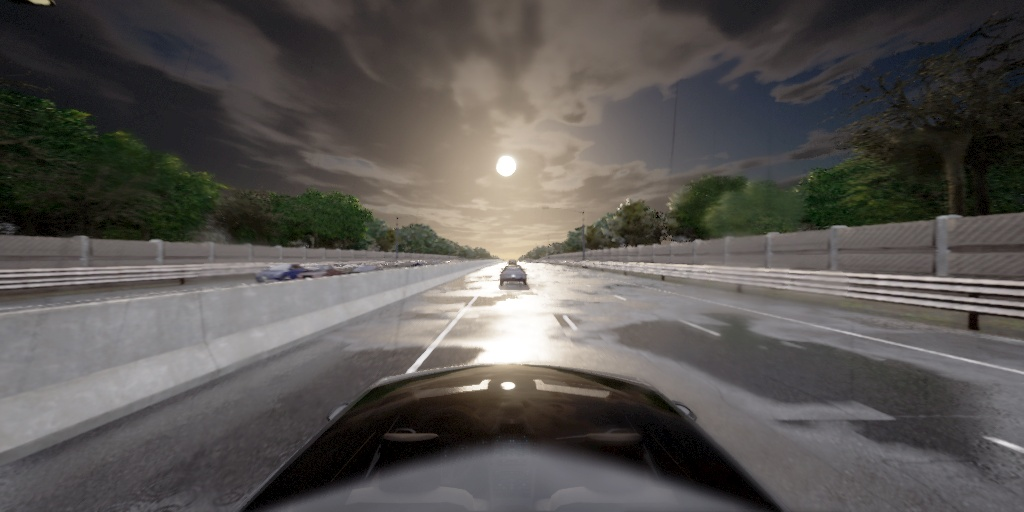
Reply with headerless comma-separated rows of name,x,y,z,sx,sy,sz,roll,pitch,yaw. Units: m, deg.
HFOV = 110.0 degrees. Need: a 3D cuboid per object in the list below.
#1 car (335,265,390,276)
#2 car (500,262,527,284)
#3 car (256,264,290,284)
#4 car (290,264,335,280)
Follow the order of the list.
car,-10.590,1.344,26.577,2.033,1.411,5.357,0,0,0
car,0.093,1.362,27.183,1.994,1.385,4.181,0,0,0
car,-17.586,1.325,27.830,1.812,1.442,4.674,0,0,0
car,-14.087,1.361,26.705,1.994,1.385,4.181,0,0,0
